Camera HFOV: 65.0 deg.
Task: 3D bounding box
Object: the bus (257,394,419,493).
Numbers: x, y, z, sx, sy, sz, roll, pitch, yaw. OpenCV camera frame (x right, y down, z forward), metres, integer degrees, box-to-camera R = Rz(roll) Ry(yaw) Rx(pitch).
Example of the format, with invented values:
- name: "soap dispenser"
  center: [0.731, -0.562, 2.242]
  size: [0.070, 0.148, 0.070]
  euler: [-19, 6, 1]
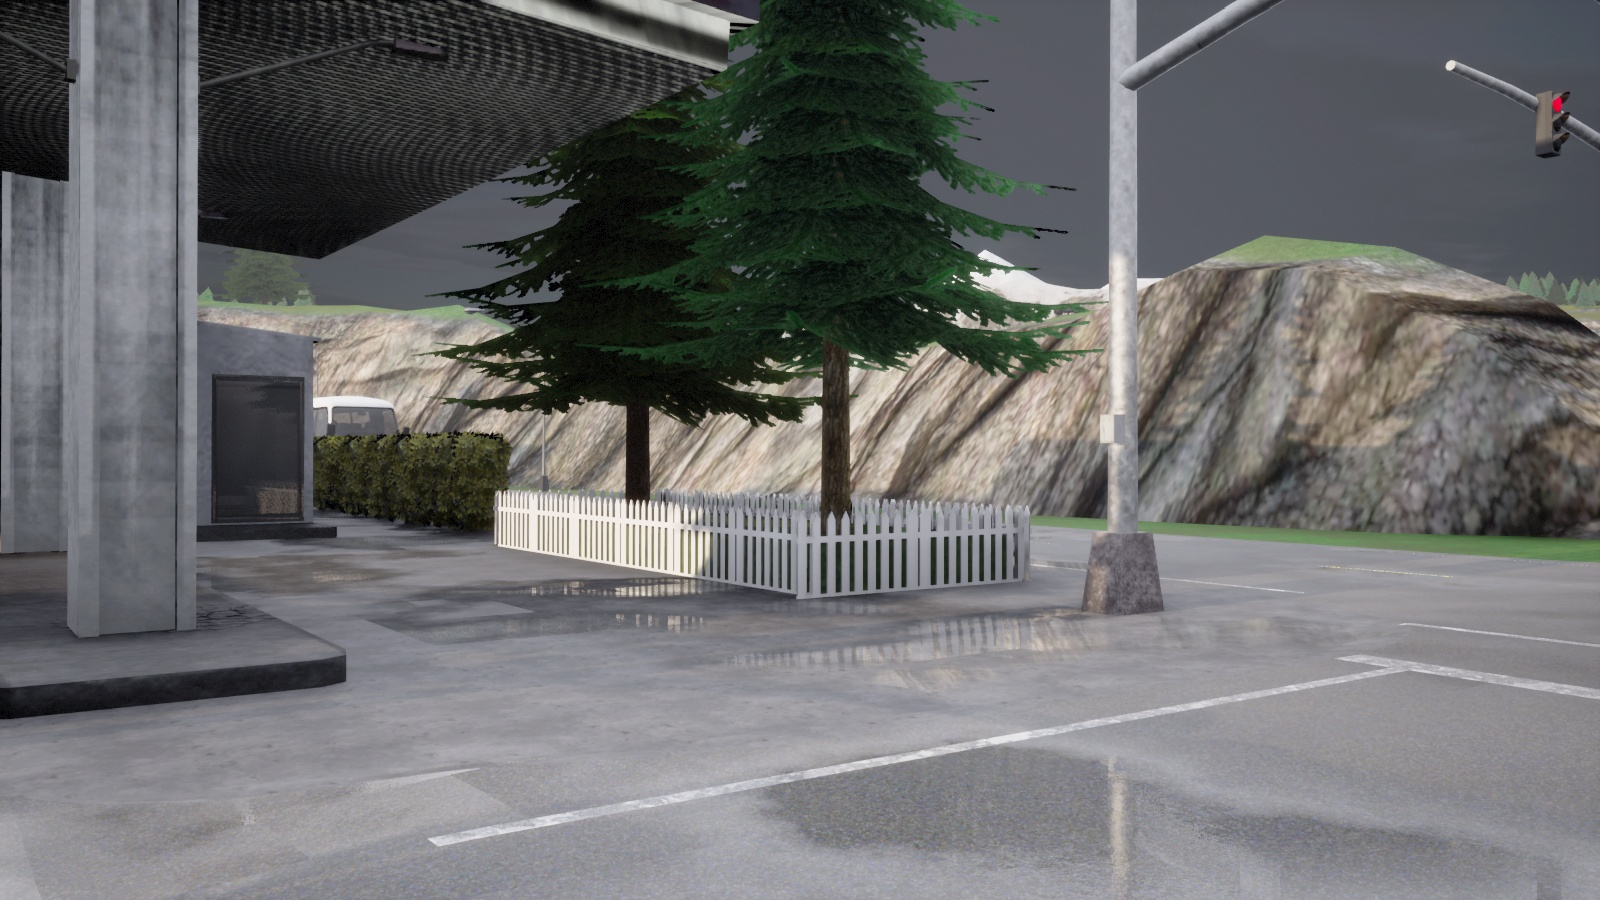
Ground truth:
- name: "bus"
  center: [-21.799, -0.250, 58.752]
  size: [3.944, 4.253, 10.273]
  euler: [0, 0, -39]
